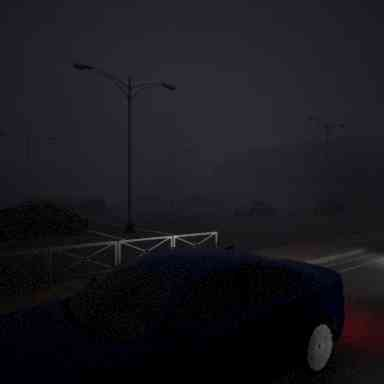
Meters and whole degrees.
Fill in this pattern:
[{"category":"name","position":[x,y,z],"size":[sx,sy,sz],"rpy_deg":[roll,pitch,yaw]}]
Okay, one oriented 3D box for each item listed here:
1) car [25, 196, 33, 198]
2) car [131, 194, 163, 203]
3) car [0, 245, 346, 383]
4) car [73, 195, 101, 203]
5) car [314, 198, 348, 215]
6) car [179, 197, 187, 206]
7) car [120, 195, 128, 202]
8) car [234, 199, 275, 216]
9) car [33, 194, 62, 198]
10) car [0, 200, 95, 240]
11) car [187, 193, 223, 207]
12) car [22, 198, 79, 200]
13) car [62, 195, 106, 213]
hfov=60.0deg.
[{"category":"car","position":[-23.446,1.097,50.979],"size":[4.605,1.855,1.932],"rpy_deg":[0,0,-38]},{"category":"car","position":[-7.725,1.153,59.036],"size":[5.027,1.636,2.152],"rpy_deg":[0,0,-38]},{"category":"car","position":[-0.141,1.478,3.911],"size":[5.008,1.535,1.882],"rpy_deg":[0,0,-38]},{"category":"car","position":[-19.702,1.298,62.572],"size":[4.514,1.523,2.007],"rpy_deg":[0,0,-38]},{"category":"car","position":[13.302,1.373,31.956],"size":[3.633,1.501,1.845],"rpy_deg":[0,0,-38]},{"category":"car","position":[0.041,1.076,48.868],"size":[3.866,1.878,1.905],"rpy_deg":[0,0,-38]},{"category":"car","position":[-11.877,1.232,63.940],"size":[3.806,1.475,1.970],"rpy_deg":[0,0,-38]},{"category":"car","position":[5.596,1.384,29.821],"size":[3.806,1.475,1.970],"rpy_deg":[0,0,-38]},{"category":"car","position":[-16.450,1.298,40.648],"size":[4.514,1.523,2.007],"rpy_deg":[0,0,-38]},{"category":"car","position":[-7.382,1.340,16.147],"size":[4.514,1.523,2.007],"rpy_deg":[0,0,-38]},{"category":"car","position":[2.132,1.097,46.809],"size":[4.605,1.855,1.932],"rpy_deg":[0,0,-38]},{"category":"car","position":[-9.328,1.330,18.608],"size":[5.027,1.636,2.152],"rpy_deg":[0,0,-38]},{"category":"car","position":[-10.419,1.319,32.681],"size":[3.633,1.501,1.845],"rpy_deg":[0,0,-38]}]
